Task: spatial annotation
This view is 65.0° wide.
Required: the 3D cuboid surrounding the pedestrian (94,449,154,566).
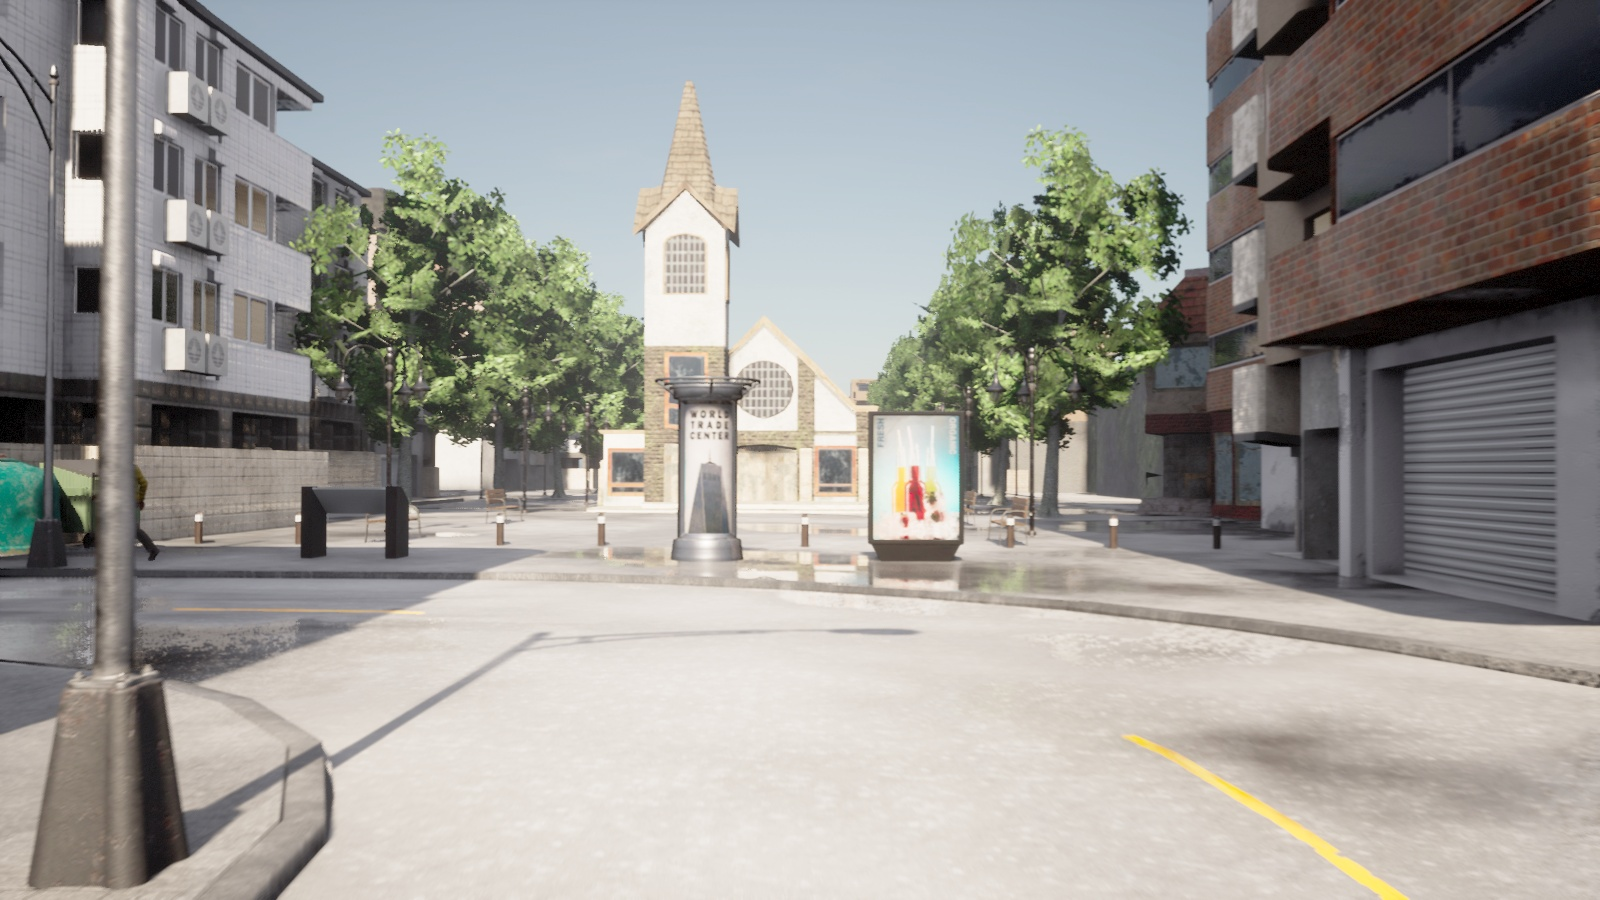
[{"bbox_3d":[-10.702,0.903,19.889,0.709,1.840,0.431,0,-1,1],"label":"pedestrian"}]
